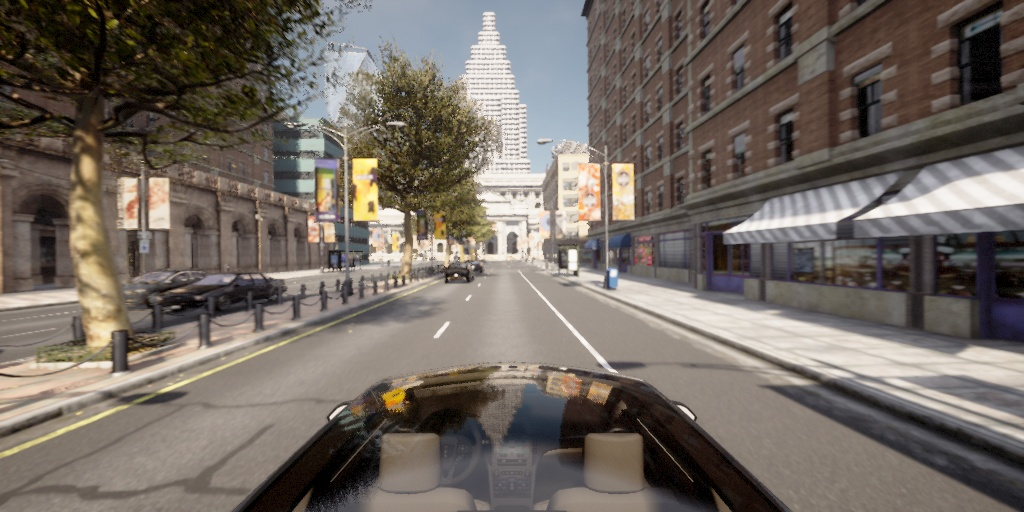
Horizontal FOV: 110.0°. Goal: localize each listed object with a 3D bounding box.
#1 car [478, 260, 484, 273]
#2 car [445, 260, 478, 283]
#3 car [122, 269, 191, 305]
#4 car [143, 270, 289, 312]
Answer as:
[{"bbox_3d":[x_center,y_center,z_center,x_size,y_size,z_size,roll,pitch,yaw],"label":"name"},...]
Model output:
[{"bbox_3d":[-4.312,1.218,42.380,1.812,1.442,4.674,-1,0,-1],"label":"car"},{"bbox_3d":[-4.021,1.205,28.096,1.882,1.535,5.008,-1,0,-1],"label":"car"},{"bbox_3d":[-15.375,1.384,16.073,2.128,1.511,4.902,-1,0,-1],"label":"car"},{"bbox_3d":[-11.861,1.400,15.248,2.033,1.411,5.357,-1,0,-1],"label":"car"}]
